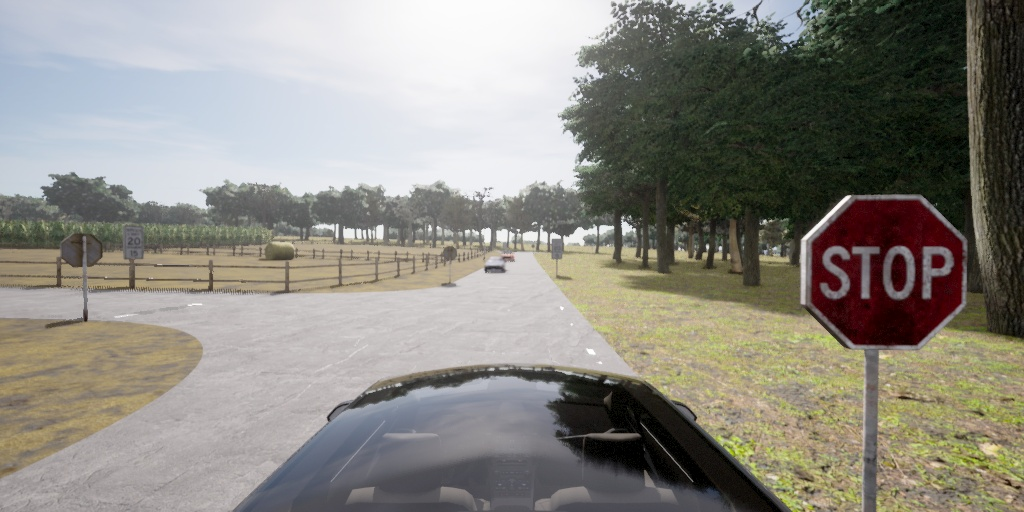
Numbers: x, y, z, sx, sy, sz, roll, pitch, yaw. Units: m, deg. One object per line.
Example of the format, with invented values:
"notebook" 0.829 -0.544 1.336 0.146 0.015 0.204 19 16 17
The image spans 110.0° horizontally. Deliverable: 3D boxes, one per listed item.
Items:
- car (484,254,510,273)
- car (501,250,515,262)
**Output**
"car" -1.528 0.773 34.013 2.033 1.411 5.357 0 1 2
"car" -0.680 -0.091 57.189 2.097 1.767 4.553 0 2 2
